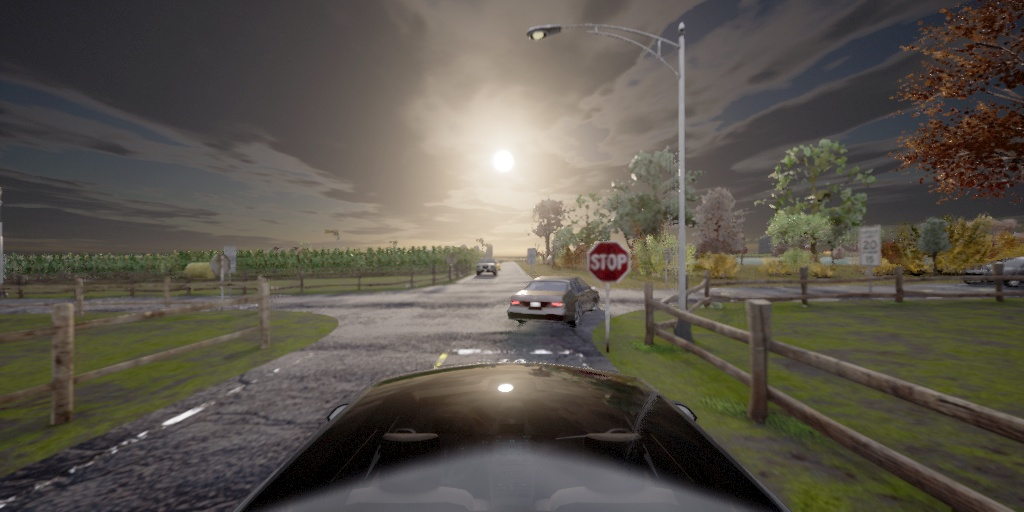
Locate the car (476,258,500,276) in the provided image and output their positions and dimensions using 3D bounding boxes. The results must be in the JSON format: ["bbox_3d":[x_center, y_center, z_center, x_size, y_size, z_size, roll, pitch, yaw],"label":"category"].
[{"bbox_3d":[-2.860,1.214,41.231,2.150,2.045,5.566,0,-1,0],"label":"car"}]

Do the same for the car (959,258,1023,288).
[{"bbox_3d":[26.908,0.852,19.024,4.892,1.490,1.837,-1,0,1],"label":"car"}]

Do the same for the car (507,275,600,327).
[{"bbox_3d":[1.596,1.348,11.962,2.033,1.411,5.357,-1,0,23],"label":"car"}]
